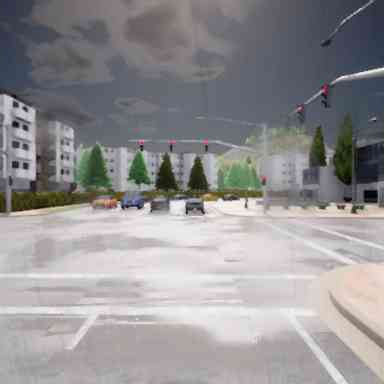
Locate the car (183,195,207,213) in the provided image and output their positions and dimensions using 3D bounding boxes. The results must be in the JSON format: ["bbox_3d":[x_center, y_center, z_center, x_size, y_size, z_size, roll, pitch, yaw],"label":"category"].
[{"bbox_3d":[0.225,1.336,33.845,1.837,1.490,4.892,0,0,-1],"label":"car"}]

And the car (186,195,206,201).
[{"bbox_3d":[0.826,1.218,70.273,1.895,1.301,4.718,0,0,35],"label":"car"}]

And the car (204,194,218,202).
[{"bbox_3d":[3.517,1.139,67.970,1.882,1.535,5.008,0,0,35],"label":"car"}]

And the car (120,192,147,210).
[{"bbox_3d":[-7.041,1.019,39.586,2.150,2.045,5.566,0,1,-2],"label":"car"}]

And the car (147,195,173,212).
[{"bbox_3d":[-3.307,1.301,35.311,1.882,1.535,5.008,0,0,-1],"label":"car"}]

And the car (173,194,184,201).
[{"bbox_3d":[-2.723,1.152,71.219,1.812,1.442,4.674,0,0,31],"label":"car"}]

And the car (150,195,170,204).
[{"bbox_3d":[-5.360,1.244,56.419,1.812,1.442,4.674,0,0,16],"label":"car"}]

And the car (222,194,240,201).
[{"bbox_3d":[7.995,1.166,68.243,2.128,1.511,4.902,0,0,38],"label":"car"}]

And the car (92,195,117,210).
[{"bbox_3d":[-10.479,1.152,40.066,2.097,1.767,4.553,0,0,0],"label":"car"}]
